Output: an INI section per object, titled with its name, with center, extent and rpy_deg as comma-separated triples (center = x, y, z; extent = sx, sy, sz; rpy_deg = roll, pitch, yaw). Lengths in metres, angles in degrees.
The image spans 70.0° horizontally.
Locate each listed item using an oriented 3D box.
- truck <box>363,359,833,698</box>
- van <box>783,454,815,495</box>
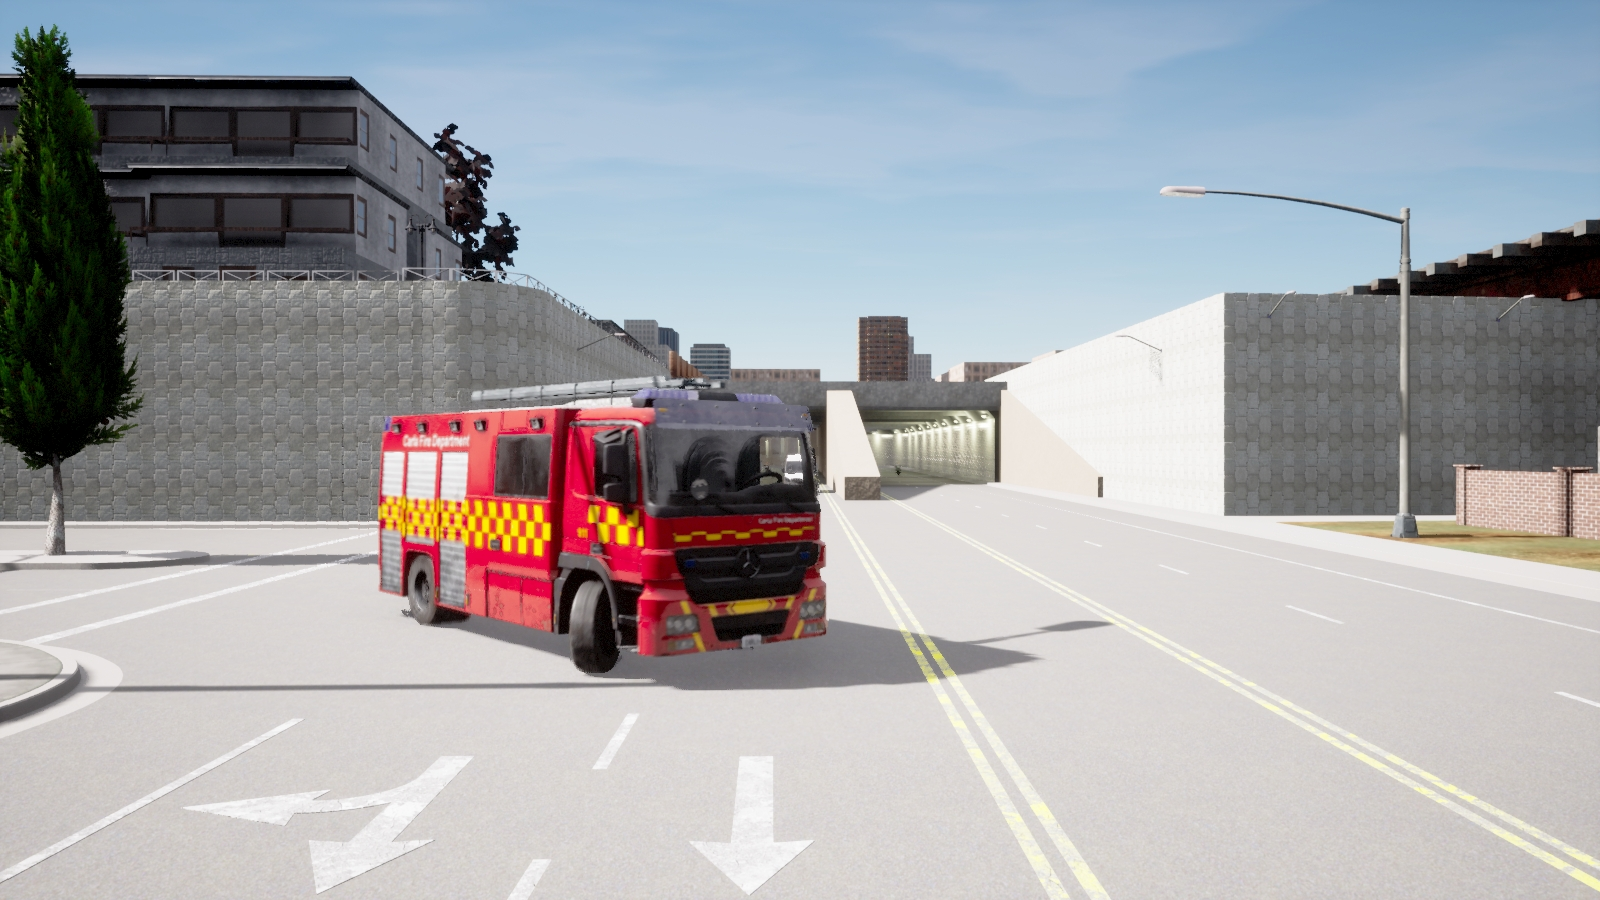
[truck]
center = -3.470, 0.890, 17.023
extent = 2.891, 3.827, 8.468
rpy_deg = 1, 0, -41
[van]
center = -0.057, 1.534, 75.160
extent = 1.988, 2.561, 5.915
rpy_deg = 0, 0, 0
